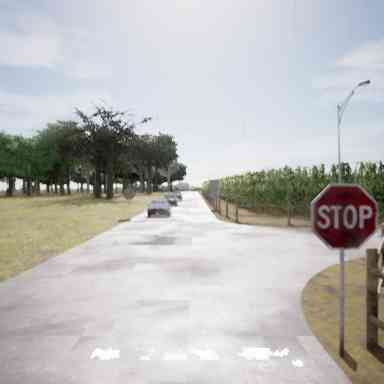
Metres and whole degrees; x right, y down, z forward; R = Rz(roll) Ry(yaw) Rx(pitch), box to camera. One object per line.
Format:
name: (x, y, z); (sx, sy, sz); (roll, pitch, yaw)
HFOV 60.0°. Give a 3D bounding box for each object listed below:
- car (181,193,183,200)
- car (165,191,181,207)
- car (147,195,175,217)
car: (-2.714, 0.589, 59.547); (1.837, 1.490, 4.892); (0, 1, 1)
car: (-2.783, 1.006, 42.343); (1.837, 1.490, 4.892); (0, 2, 0)
car: (-2.763, 1.293, 28.828); (2.033, 1.411, 5.357); (0, 1, -2)
